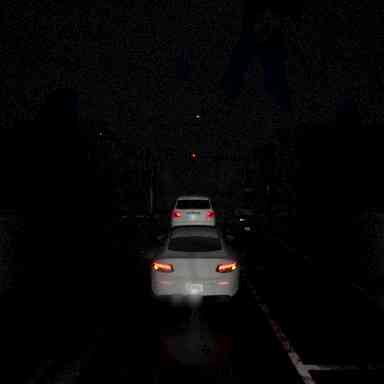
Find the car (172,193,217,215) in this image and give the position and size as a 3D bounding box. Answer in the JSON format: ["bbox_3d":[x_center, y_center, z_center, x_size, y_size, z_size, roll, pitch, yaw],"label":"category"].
[{"bbox_3d":[0.091,1.217,17.925,2.150,2.045,5.566,0,0,1],"label":"car"}]

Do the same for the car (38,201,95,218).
[{"bbox_3d":[-11.402,1.594,30.280,4.902,1.511,2.128,0,1,0],"label":"car"}]

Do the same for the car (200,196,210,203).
[{"bbox_3d":[2.869,1.555,72.856,1.887,1.381,4.507,-1,0,0],"label":"car"}]

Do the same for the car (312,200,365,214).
[{"bbox_3d":[14.487,1.479,33.138,4.718,1.301,1.895,0,1,0],"label":"car"}]

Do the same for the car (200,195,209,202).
[{"bbox_3d":[2.885,1.453,78.389,1.967,1.590,4.097,-1,0,0],"label":"car"}]

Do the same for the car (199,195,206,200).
[{"bbox_3d":[2.944,1.570,94.986,2.008,1.369,4.403,-1,0,0],"label":"car"}]

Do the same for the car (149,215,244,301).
[{"bbox_3d":[0.082,1.523,8.175,1.812,1.442,4.674,0,0,1],"label":"car"}]

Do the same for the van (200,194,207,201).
[{"bbox_3d":[2.902,1.356,83.921,1.690,1.788,3.998,-1,0,0],"label":"van"}]

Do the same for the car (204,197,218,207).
[{"bbox_3d":[2.793,1.547,50.726,1.887,1.381,4.507,-1,0,0],"label":"car"}]

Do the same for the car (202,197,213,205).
[{"bbox_3d":[2.832,1.588,61.791,1.802,1.307,4.206,-1,0,0],"label":"car"}]

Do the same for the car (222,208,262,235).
[{"bbox_3d":[2.683,1.546,18.281,2.008,1.369,4.403,-1,0,0],"label":"car"}]
